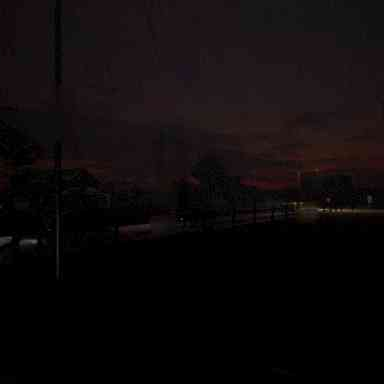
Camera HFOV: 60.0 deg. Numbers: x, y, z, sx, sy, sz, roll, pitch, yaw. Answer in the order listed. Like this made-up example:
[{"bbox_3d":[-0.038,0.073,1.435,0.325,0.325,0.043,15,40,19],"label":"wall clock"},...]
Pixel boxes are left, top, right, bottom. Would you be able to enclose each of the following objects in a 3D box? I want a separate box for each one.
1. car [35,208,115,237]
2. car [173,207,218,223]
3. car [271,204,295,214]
[{"bbox_3d":[-6.607,1.705,19.499,1.837,1.490,4.892,0,0,36],"label":"car"},{"bbox_3d":[0.378,1.960,29.360,1.895,1.301,4.718,0,-1,35],"label":"car"},{"bbox_3d":[12.862,2.313,46.988,1.895,1.301,4.718,0,-1,36],"label":"car"}]
